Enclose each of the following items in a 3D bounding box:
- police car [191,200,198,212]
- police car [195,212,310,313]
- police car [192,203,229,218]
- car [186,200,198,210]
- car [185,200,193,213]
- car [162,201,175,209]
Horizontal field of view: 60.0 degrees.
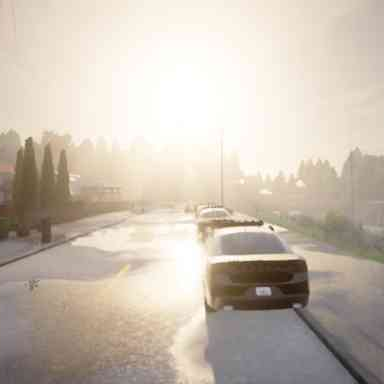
[{"bbox_3d":[1.148,1.644,24.011,1.930,1.638,5.238,-4,-1,0],"label":"police car"},{"bbox_3d":[1.161,1.492,8.027,1.930,1.638,5.238,-2,-2,0],"label":"police car"},{"bbox_3d":[1.145,1.577,18.019,1.930,1.638,5.238,-4,-1,0],"label":"police car"},{"bbox_3d":[0.004,2.133,56.258,1.837,1.490,4.892,0,-1,0],"label":"car"},{"bbox_3d":[0.038,2.057,44.051,1.994,1.385,4.181,0,-1,0],"label":"car"},{"bbox_3d":[-3.997,2.204,57.247,1.994,1.385,4.181,0,-1,0],"label":"car"}]
